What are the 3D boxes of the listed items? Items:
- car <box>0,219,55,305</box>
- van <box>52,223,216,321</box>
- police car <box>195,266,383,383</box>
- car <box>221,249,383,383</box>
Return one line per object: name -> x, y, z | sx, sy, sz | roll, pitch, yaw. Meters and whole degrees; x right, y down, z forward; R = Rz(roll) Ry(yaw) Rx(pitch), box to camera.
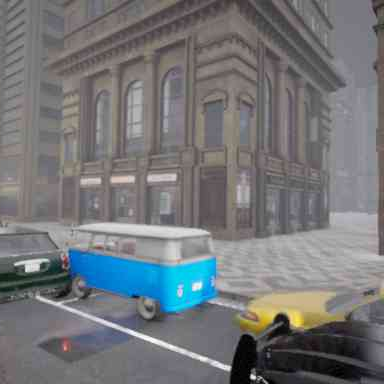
car -> -5.015, 1.640, 8.319 | 4.553, 1.767, 2.097 | -1, -3, 38
van -> -1.346, 1.664, 7.777 | 3.998, 1.788, 1.690 | -1, -3, 38
police car -> 2.703, 1.574, 2.182 | 5.238, 1.638, 1.930 | -1, -3, 38
car -> 2.903, 1.772, 4.391 | 4.829, 1.417, 1.752 | -1, -3, 38
